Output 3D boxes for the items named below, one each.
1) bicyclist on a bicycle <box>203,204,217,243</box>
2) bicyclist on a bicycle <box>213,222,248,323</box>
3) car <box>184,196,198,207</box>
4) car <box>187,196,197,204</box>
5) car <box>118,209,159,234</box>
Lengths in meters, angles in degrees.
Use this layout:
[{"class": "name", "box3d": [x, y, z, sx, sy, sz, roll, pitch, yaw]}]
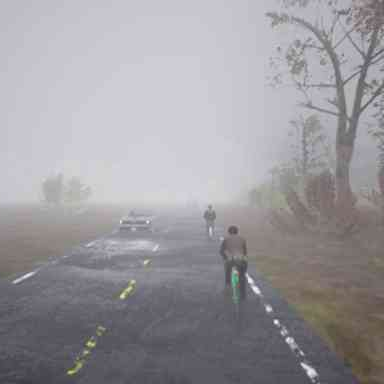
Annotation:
[{"class": "bicyclist on a bicycle", "box3d": [0.812, 1.439, 15.040, 0.659, 1.776, 1.843, -1, 0, 0]}, {"class": "bicyclist on a bicycle", "box3d": [0.811, 1.481, 6.334, 0.582, 1.620, 1.656, -1, -1, 0]}, {"class": "car", "box3d": [0.085, 1.839, 58.066, 1.994, 1.385, 4.181, 0, 0, 0]}, {"class": "car", "box3d": [-0.018, 1.705, 73.840, 2.097, 1.767, 4.553, 0, 0, 0]}, {"class": "car", "box3d": [-3.106, 1.695, 19.996, 1.895, 1.301, 4.718, 0, 0, 0]}]
